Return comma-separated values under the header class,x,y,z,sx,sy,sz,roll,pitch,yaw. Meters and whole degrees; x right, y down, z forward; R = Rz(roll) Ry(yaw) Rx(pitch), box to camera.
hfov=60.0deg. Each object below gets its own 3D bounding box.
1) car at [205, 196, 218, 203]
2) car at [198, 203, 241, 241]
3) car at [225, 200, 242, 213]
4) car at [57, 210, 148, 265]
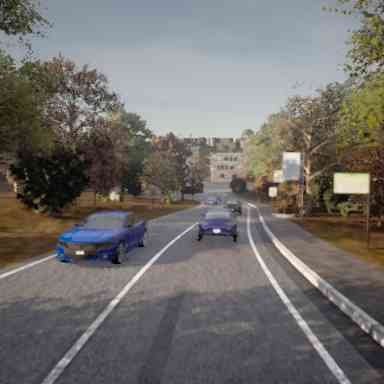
class,x,y,z,sx,sy,sz,roll,pitch,yaw
car,3.171,1.456,53.244,1.812,1.442,4.674,1,0,6
car,1.349,1.521,16.709,1.812,1.442,4.674,1,0,7
car,4.169,1.519,34.274,1.812,1.442,4.674,1,0,10
car,-2.916,1.433,11.849,1.882,1.535,5.008,1,0,6
